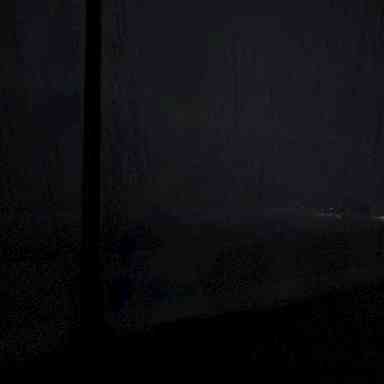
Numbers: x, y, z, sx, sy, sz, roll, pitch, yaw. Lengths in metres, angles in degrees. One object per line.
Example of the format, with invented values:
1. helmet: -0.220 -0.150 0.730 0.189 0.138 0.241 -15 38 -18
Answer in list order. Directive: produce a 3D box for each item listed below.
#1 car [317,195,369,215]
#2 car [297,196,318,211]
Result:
1. car: 12.959 1.155 27.924 4.181 1.385 1.994 0 2 -31
2. car: 12.407 1.042 31.670 5.357 1.411 2.033 0 2 -31
